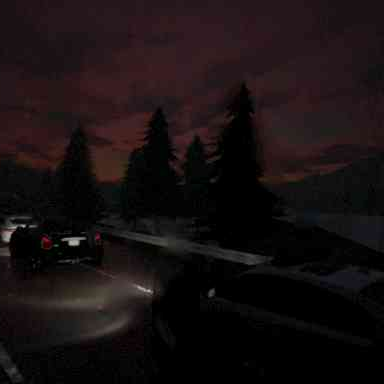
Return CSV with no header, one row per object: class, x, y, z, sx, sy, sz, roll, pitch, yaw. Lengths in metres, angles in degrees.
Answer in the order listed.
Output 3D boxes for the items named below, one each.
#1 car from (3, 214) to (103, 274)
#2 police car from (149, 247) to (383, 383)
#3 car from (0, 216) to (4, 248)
car,-4.952,1.590,11.819,2.097,1.767,4.553,2,-2,-39
police car,1.299,1.579,4.433,1.930,1.638,5.238,2,-2,-41
car,-8.674,1.821,16.419,1.812,1.442,4.674,2,-2,-38
